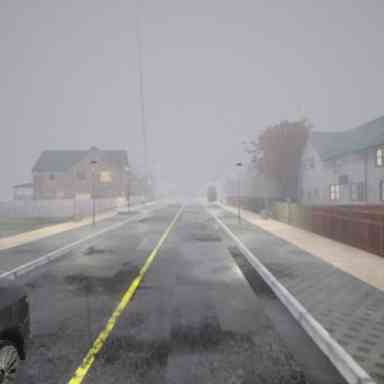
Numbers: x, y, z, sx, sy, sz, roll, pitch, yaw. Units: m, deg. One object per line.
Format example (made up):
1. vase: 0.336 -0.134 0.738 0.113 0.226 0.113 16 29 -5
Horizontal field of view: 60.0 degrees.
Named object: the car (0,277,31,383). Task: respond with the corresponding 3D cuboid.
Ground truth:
1. car: -2.827 1.485 1.996 2.128 1.511 4.902 0 0 0
